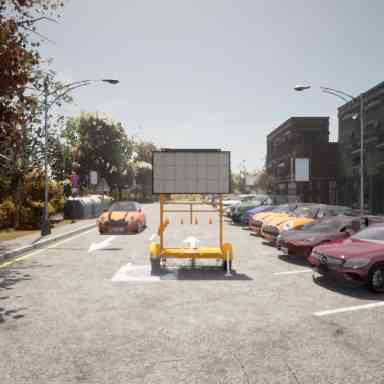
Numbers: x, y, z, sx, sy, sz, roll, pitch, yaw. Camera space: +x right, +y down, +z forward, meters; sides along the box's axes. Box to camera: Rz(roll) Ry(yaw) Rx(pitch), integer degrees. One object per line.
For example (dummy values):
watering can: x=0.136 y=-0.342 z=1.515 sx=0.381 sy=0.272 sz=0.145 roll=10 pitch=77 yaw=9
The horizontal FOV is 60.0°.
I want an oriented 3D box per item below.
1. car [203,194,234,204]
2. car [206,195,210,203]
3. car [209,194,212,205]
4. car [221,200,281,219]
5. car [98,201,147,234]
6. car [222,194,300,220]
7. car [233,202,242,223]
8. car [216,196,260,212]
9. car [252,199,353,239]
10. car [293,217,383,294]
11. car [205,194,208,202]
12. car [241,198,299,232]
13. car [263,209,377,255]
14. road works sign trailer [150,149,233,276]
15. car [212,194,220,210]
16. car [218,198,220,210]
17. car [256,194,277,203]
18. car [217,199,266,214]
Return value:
car: x=5.315 y=1.392 z=65.702 sx=5.566 sy=2.045 sz=2.435 roll=1 pitch=0 yaw=-20
car: x=5.315 y=1.584 z=50.664 sx=5.008 sy=1.535 sz=2.097 roll=1 pitch=-1 yaw=-20
car: x=5.358 y=1.447 z=47.662 sx=4.553 sy=1.767 sz=2.185 roll=1 pitch=0 yaw=-20
car: x=5.276 y=1.545 z=29.627 sx=4.792 sy=1.488 sz=2.163 roll=1 pitch=0 yaw=-20
car: x=-3.926 y=1.363 z=19.397 sx=2.097 sy=1.767 sz=4.553 roll=0 pitch=0 yaw=0
car: x=5.286 y=1.252 z=23.613 sx=5.566 sy=2.045 sz=2.435 roll=1 pitch=0 yaw=-20
car: x=5.289 y=1.538 z=20.634 sx=4.674 sy=1.452 sz=2.002 roll=1 pitch=0 yaw=-20
car: x=5.286 y=1.414 z=38.643 sx=4.553 sy=1.767 sz=2.185 roll=1 pitch=0 yaw=-20
car: x=5.321 y=1.366 z=14.637 sx=4.553 sy=1.767 sz=2.185 roll=1 pitch=0 yaw=-20
car: x=5.291 y=1.527 z=8.625 sx=4.674 sy=1.452 sz=2.002 roll=1 pitch=0 yaw=-20
car: x=5.135 y=1.613 z=59.608 sx=5.366 sy=1.575 sz=1.946 roll=1 pitch=0 yaw=-20
car: x=5.323 y=1.369 z=17.638 sx=4.553 sy=1.767 sz=2.185 roll=1 pitch=0 yaw=-20
car: x=5.260 y=1.518 z=11.616 sx=4.792 sy=1.488 sz=2.163 roll=1 pitch=0 yaw=-20
road works sign trailer: x=-0.021 y=0.467 z=10.336 sx=2.380 sy=3.560 sz=2.880 roll=0 pitch=0 yaw=0
car: x=5.287 y=1.271 z=32.630 sx=5.566 sy=2.045 sz=2.435 roll=1 pitch=0 yaw=-20
car: x=5.127 y=1.503 z=26.570 sx=5.366 sy=1.575 sz=1.946 roll=1 pitch=0 yaw=-20
car: x=18.258 y=1.464 z=81.713 sx=2.435 sy=2.045 sz=5.566 roll=0 pitch=0 yaw=-21
car: x=5.288 y=1.561 z=35.629 sx=4.792 sy=1.488 sz=2.163 roll=1 pitch=0 yaw=-20
